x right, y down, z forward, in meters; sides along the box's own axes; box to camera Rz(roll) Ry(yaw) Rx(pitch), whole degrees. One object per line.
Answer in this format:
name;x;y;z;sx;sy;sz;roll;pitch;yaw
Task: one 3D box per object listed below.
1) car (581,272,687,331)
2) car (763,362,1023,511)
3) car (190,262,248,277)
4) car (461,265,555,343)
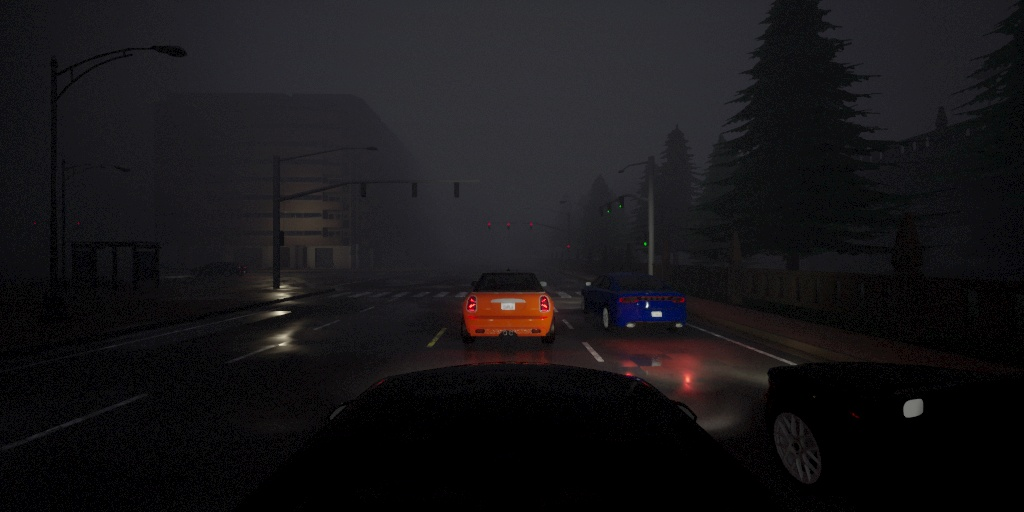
car;3.419;1.228;10.969;1.882;1.535;5.008;0;0;0
car;3.288;1.228;1.443;1.882;1.535;5.008;0;0;3
car;-29.038;1.310;35.630;4.892;1.490;1.837;0;0;-1
car;-0.081;1.102;9.825;2.097;1.767;4.553;0;0;0
